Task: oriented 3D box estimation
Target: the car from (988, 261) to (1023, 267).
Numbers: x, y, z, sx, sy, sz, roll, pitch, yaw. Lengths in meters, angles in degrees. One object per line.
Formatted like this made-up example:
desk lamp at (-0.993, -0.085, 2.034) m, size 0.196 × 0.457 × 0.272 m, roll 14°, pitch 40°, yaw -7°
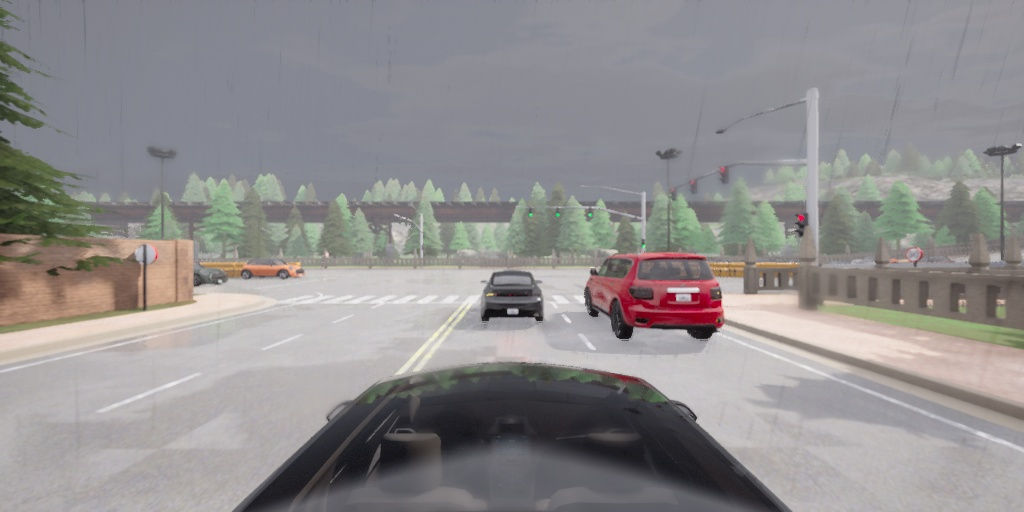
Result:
car at (42.209, 1.066, 30.067) m, size 4.181 × 1.385 × 1.994 m, roll -2°, pitch 0°, yaw 0°

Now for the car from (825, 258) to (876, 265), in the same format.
car at (34.263, 1.198, 37.221) m, size 5.357 × 1.411 × 2.033 m, roll 0°, pitch 0°, yaw 0°

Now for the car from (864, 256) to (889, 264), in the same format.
car at (39.309, 1.085, 40.739) m, size 4.674 × 1.442 × 1.812 m, roll -1°, pitch 0°, yaw 0°

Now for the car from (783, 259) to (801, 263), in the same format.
car at (29.327, 1.143, 40.704) m, size 4.902 × 1.511 × 2.128 m, roll 0°, pitch 0°, yaw 0°

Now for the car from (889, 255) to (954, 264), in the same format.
car at (42.895, 0.802, 37.246) m, size 4.553 × 1.767 × 2.097 m, roll -2°, pitch 0°, yaw 0°

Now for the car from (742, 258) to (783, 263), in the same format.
car at (24.795, 1.012, 37.198) m, size 4.553 × 1.767 × 2.097 m, roll 0°, pitch 0°, yaw 0°

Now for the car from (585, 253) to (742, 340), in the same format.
car at (3.559, 0.949, 10.070) m, size 2.150 × 2.045 × 5.566 m, roll 0°, pitch 0°, yaw 1°

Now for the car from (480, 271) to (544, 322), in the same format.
car at (-0.010, 1.229, 12.081) m, size 1.837 × 1.490 × 4.892 m, roll 0°, pitch 0°, yaw -1°

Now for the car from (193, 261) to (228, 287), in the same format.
car at (-21.006, 1.044, 22.982) m, size 4.553 × 1.767 × 2.097 m, roll 0°, pitch 0°, yaw -2°

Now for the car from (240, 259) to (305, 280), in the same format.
car at (-19.890, 1.026, 29.988) m, size 4.553 × 1.767 × 2.097 m, roll 0°, pitch 0°, yaw 0°

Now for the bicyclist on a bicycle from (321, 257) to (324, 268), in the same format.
bicyclist on a bicycle at (-27.302, 0.917, 51.971) m, size 0.582 × 1.620 × 1.656 m, roll 0°, pitch 0°, yaw 0°
